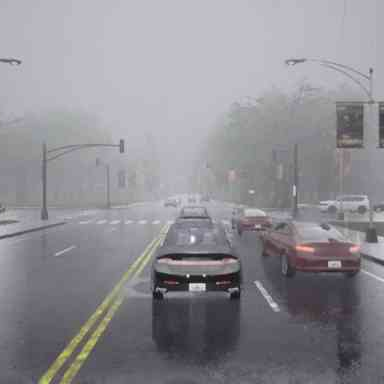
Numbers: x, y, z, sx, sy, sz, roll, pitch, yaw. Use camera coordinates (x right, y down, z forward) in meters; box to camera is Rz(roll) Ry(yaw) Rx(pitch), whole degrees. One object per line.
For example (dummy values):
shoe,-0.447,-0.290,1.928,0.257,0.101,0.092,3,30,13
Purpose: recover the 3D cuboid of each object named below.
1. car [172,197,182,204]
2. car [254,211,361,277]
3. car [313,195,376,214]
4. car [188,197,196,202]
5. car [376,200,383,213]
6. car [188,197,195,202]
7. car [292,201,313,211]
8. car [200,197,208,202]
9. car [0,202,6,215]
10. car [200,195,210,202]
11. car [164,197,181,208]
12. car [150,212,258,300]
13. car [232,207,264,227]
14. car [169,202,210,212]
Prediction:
car,-3.292,1.871,73.411,2.128,1.511,4.902,0,-1,0
car,3.341,1.536,10.111,1.812,1.442,4.674,0,0,0
car,17.086,1.411,37.480,5.566,2.045,2.150,0,0,-1
car,-0.047,1.920,82.438,1.882,1.535,5.008,0,-1,0
car,23.975,1.708,40.782,5.008,1.535,1.882,0,0,0
car,-0.055,1.996,92.892,1.994,1.385,4.181,0,-1,0
car,14.843,1.786,40.704,4.718,1.301,1.895,0,0,0
car,3.195,1.983,92.894,2.033,1.411,5.357,0,-1,0
car,-20.158,1.234,30.475,5.566,2.045,2.150,0,0,-1
car,3.202,1.670,82.507,2.150,2.045,5.566,0,-1,0
car,-3.376,1.733,53.648,2.033,1.411,5.357,0,0,0
car,0.095,1.500,8.395,2.128,1.511,4.902,0,0,0
car,3.357,1.561,19.039,1.812,1.442,4.674,0,0,1
car,0.091,1.524,17.889,2.128,1.511,4.902,0,0,0
